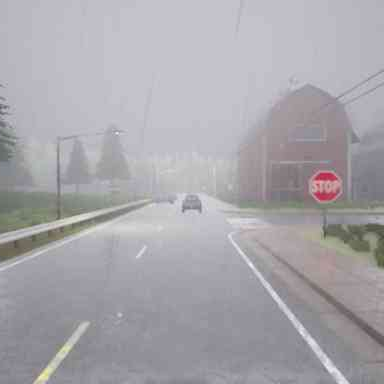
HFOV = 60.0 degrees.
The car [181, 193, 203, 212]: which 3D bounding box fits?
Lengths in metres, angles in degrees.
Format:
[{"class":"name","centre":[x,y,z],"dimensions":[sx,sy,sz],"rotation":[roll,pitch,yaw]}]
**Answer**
[{"class":"car","centre":[-0.001,1.132,32.447],"dimensions":[2.128,1.511,4.902],"rotation":[0,1,0]}]

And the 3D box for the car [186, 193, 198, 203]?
[{"class":"car","centre":[-0.035,0.906,53.829],"dimensions":[1.837,1.490,4.892],"rotation":[0,1,0]}]

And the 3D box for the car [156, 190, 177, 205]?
[{"class":"car","centre":[-3.692,0.706,46.230],"dimensions":[2.150,2.045,5.566],"rotation":[0,1,0]}]
